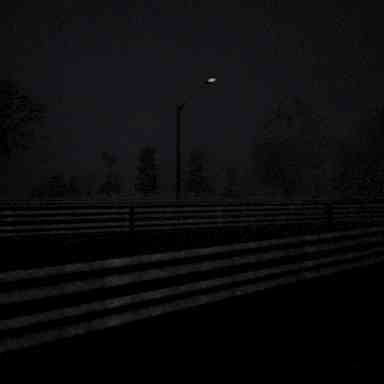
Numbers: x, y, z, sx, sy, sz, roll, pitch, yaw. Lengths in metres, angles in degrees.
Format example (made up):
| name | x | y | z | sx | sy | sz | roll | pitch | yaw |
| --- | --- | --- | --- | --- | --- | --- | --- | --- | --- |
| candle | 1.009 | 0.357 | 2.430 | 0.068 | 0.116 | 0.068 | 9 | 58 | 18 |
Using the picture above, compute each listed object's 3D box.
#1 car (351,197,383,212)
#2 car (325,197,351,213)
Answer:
| name | x | y | z | sx | sy | sz | roll | pitch | yaw |
| --- | --- | --- | --- | --- | --- | --- | --- | --- | --- |
| car | 17.296 | 1.265 | 30.428 | 4.892 | 1.490 | 1.837 | 0 | 0 | -23 |
| car | 15.629 | 1.265 | 33.523 | 4.892 | 1.490 | 1.837 | 0 | 0 | -23 |
